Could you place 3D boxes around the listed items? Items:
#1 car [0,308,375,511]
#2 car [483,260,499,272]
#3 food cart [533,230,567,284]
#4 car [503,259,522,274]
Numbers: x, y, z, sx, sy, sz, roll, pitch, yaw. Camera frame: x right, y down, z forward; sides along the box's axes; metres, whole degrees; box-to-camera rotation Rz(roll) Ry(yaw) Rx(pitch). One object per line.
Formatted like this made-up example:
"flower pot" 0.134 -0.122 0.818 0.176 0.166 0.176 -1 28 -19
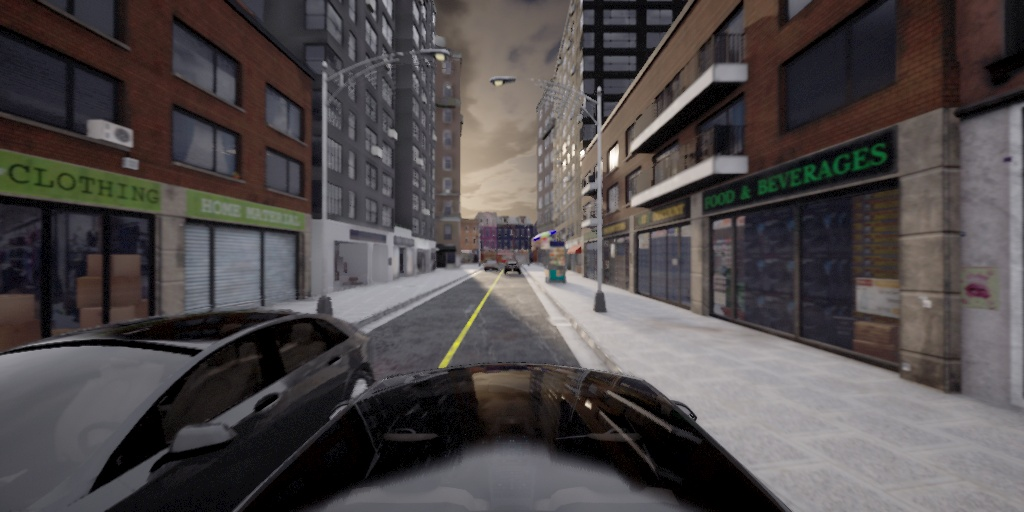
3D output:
"car" -2.600 1.253 2.585 1.837 1.490 4.892 0 0 0
"car" -2.569 1.224 45.776 2.033 1.411 5.357 0 0 0
"food cart" 2.890 0.177 24.828 2.280 3.560 4.660 0 0 0
"car" 0.052 1.192 39.774 1.837 1.490 4.892 0 0 0
